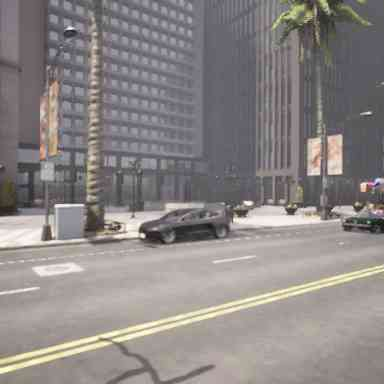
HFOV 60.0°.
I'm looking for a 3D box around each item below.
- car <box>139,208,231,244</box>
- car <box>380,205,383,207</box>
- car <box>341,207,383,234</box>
[{"bbox_3d":[-0.261,1.555,16.171,4.786,1.482,2.161,1,0,-36],"label":"car"},{"bbox_3d":[17.671,1.566,28.799,4.553,1.767,2.185,1,0,-36],"label":"car"},{"bbox_3d":[11.168,1.793,20.341,4.718,1.301,1.895,1,0,-35],"label":"car"}]
